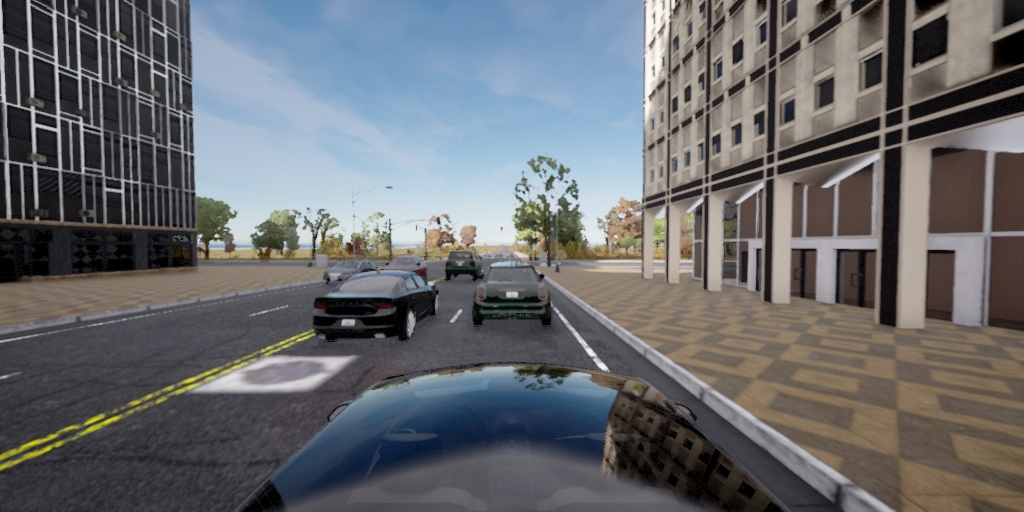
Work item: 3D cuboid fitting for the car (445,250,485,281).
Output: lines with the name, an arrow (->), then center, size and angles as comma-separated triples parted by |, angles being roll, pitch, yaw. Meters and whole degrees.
car -> -3.421, 0.623, 25.981 | 2.150, 2.045, 5.566 | 0, 0, -1

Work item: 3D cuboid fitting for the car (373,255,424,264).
car -> -6.824, 0.804, 22.960 | 2.097, 1.767, 4.553 | 0, 1, -1

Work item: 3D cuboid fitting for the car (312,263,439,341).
car -> -3.251, 1.120, 9.550 | 1.882, 1.535, 5.008 | 0, 1, 0

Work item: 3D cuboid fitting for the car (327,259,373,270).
car -> -10.072, 0.950, 22.705 | 2.128, 1.511, 4.902 | 0, 1, -1

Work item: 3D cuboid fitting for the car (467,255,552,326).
car -> -0.015, 0.968, 11.211 | 2.097, 1.767, 4.553 | 0, 1, 0
